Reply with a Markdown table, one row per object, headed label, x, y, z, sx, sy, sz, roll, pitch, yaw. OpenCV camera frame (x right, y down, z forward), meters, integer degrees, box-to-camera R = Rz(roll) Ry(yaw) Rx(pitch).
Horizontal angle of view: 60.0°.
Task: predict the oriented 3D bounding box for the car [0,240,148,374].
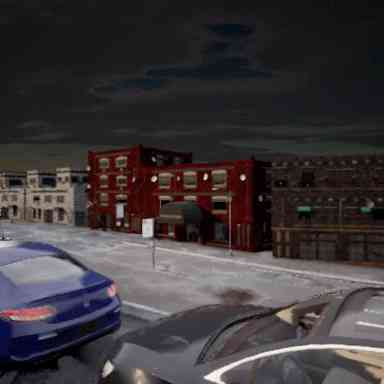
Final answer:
| label | x | y | z | sx | sy | sz | roll | pitch | yaw |
| --- | --- | --- | --- | --- | --- | --- | --- | --- | --- |
| car | -3.176 | 1.528 | 5.449 | 4.674 | 1.452 | 2.002 | 0 | 0 | 35 |
